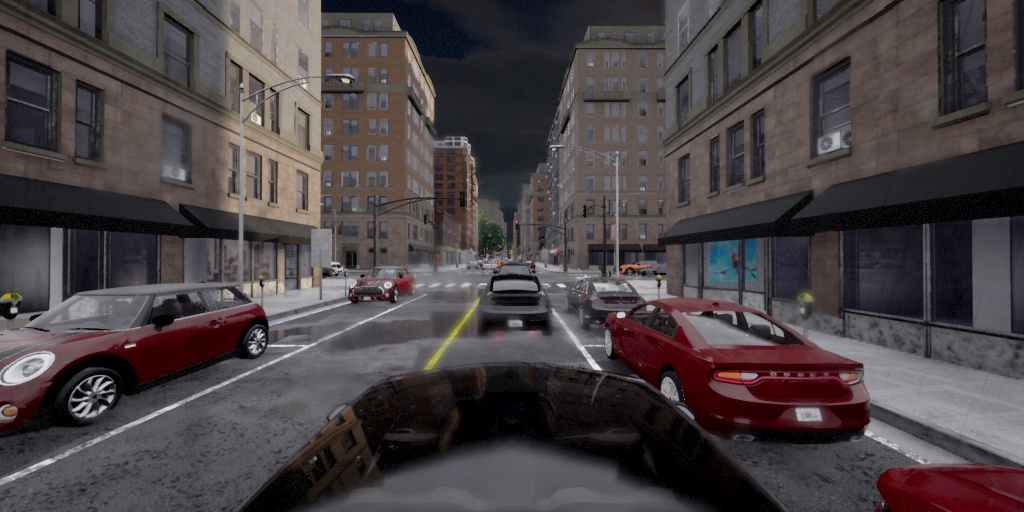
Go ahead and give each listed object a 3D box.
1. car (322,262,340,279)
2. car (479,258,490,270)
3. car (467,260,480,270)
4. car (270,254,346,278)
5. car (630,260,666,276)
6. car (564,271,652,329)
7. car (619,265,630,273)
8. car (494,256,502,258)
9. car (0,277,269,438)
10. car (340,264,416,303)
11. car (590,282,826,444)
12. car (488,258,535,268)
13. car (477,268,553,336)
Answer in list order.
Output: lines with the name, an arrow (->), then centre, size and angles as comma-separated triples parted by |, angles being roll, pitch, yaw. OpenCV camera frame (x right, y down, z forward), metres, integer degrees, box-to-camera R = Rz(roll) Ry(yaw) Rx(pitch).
car -> -17.089, 1.128, 29.235 | 5.008, 1.535, 1.882 | 0, 0, -1
car -> -3.116, 1.388, 50.826 | 1.895, 1.301, 4.718 | 0, 0, 0
car -> -5.901, 1.344, 54.812 | 2.007, 1.370, 4.403 | 0, 0, 0
car -> -18.354, 0.893, 32.475 | 5.566, 2.045, 2.150 | 0, 0, -1
car -> 15.195, 1.394, 36.062 | 5.357, 1.411, 2.033 | 0, 0, 0
car -> 2.685, 1.303, 10.949 | 2.007, 1.370, 4.403 | 0, 0, 0
car -> 14.030, 1.220, 39.324 | 4.553, 1.767, 2.097 | 0, 0, 0
car -> -3.162, 1.158, 60.798 | 2.097, 1.767, 4.553 | 0, 0, 0
car -> -5.851, 1.190, 5.464 | 1.967, 1.591, 4.097 | 0, 0, 0
car -> -5.832, 1.194, 16.451 | 1.967, 1.591, 4.097 | 0, 0, 0
car -> 2.676, 1.296, 5.457 | 1.888, 1.381, 4.507 | 0, 0, 0
car -> 0.123, 1.107, 17.788 | 2.097, 1.767, 4.553 | 0, 0, 0
car -> 0.058, 1.257, 10.374 | 1.837, 1.490, 4.892 | 0, 0, -1
